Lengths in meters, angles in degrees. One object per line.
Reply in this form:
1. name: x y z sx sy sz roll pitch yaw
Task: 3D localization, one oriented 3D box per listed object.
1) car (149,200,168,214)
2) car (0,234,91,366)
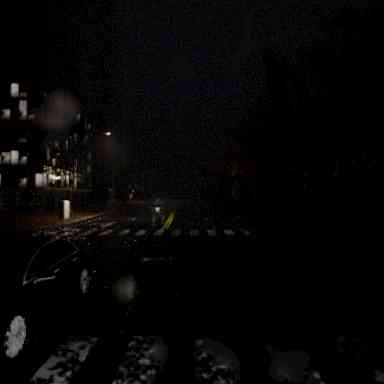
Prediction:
1. car: -3.885 1.735 39.204 2.128 1.511 4.902 0 0 -2
2. car: -3.254 1.606 5.911 1.837 1.490 4.892 0 0 0
